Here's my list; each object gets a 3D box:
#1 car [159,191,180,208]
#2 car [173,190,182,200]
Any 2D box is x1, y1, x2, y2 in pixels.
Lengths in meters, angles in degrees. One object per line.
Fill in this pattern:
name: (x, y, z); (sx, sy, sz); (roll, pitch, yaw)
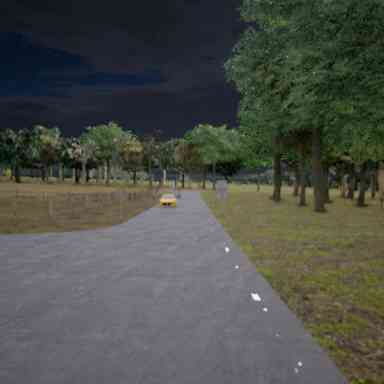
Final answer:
car: (-2.754, 1.035, 38.994); (1.882, 1.535, 5.008); (0, 1, 0)
car: (-2.756, 0.450, 59.939); (1.837, 1.490, 4.892); (0, 2, 0)
